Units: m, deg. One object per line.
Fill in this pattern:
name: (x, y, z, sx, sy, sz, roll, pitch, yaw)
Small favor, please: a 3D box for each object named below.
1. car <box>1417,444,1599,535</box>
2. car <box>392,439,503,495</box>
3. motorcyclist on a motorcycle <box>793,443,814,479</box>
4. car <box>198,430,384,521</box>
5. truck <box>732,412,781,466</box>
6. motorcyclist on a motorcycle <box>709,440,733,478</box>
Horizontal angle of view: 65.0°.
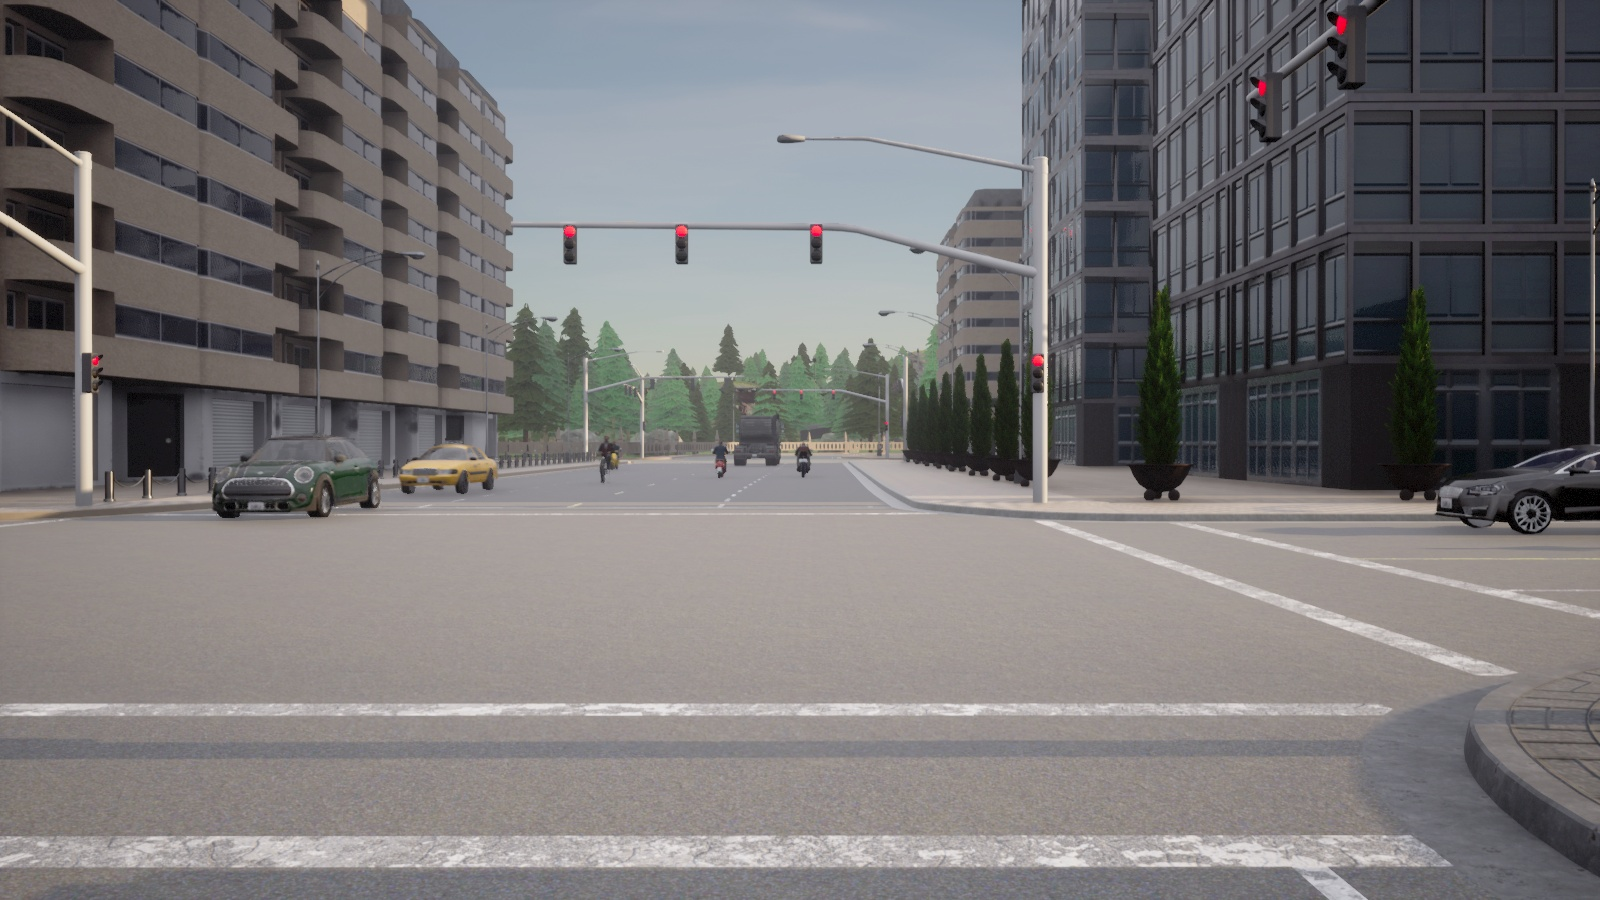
car: (13.678, 0.644, 21.788, 4.902, 1.511, 2.128, 0, 0, 1)
car: (-10.607, 0.458, 38.212, 1.801, 1.575, 5.366, 0, 0, 1)
motorcyclist on a motorcycle: (0.164, 0.467, 54.880, 0.866, 1.530, 2.191, 0, 0, 1)
car: (-10.593, 0.463, 26.558, 2.097, 1.767, 4.553, 0, 1, 0)
truck: (-2.822, -0.717, 83.605, 2.891, 3.462, 7.936, 0, 0, 1)
motorcyclist on a motorcycle: (-3.362, 0.391, 53.472, 0.866, 1.590, 1.817, 0, 0, 1)
